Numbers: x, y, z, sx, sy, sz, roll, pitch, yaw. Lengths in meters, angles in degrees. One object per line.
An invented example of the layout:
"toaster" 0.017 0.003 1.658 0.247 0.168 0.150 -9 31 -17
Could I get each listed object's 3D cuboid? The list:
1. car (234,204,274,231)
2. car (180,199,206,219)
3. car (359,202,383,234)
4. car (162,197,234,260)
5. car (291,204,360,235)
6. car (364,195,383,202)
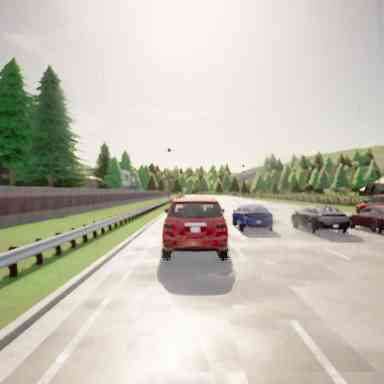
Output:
"car" 3.606 1.457 20.416 1.882 1.535 5.008 0 0 0
"car" 0.105 1.461 30.086 2.128 1.511 4.902 0 0 0
"car" 10.590 1.506 18.845 1.812 1.442 4.674 0 0 0
"car" 0.102 1.208 12.575 2.150 2.045 5.566 0 0 0
"car" 7.103 1.472 18.858 2.128 1.511 4.902 0 0 0
"car" 14.104 1.197 24.134 2.150 2.045 5.566 0 0 0
